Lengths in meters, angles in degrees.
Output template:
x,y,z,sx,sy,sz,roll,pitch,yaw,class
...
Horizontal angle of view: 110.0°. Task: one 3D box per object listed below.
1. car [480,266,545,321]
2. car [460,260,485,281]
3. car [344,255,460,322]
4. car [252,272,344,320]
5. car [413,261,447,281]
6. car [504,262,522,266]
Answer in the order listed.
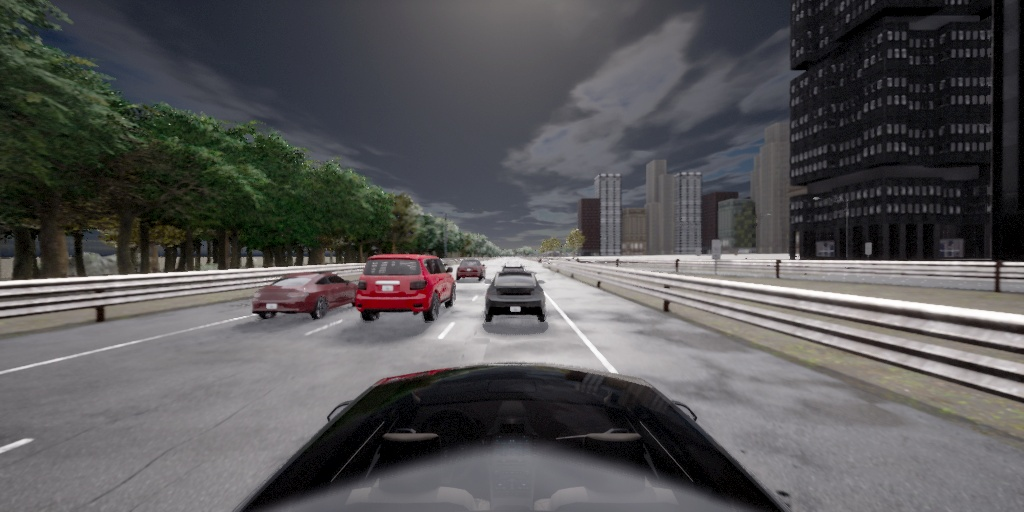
x,y,z,sx,sy,sz,roll,pitch,yaw,class
0.099,1.257,12.546,1.837,1.490,4.892,0,0,0,car
-3.401,1.095,30.431,2.097,1.767,4.553,0,0,0,car
-3.401,0.974,12.482,2.150,2.045,5.566,0,0,0,car
-6.902,1.279,12.604,1.812,1.442,4.674,0,0,0,car
-6.900,1.248,30.751,1.837,1.490,4.892,0,0,0,car
0.100,1.234,30.618,2.128,1.511,4.902,0,0,0,car
